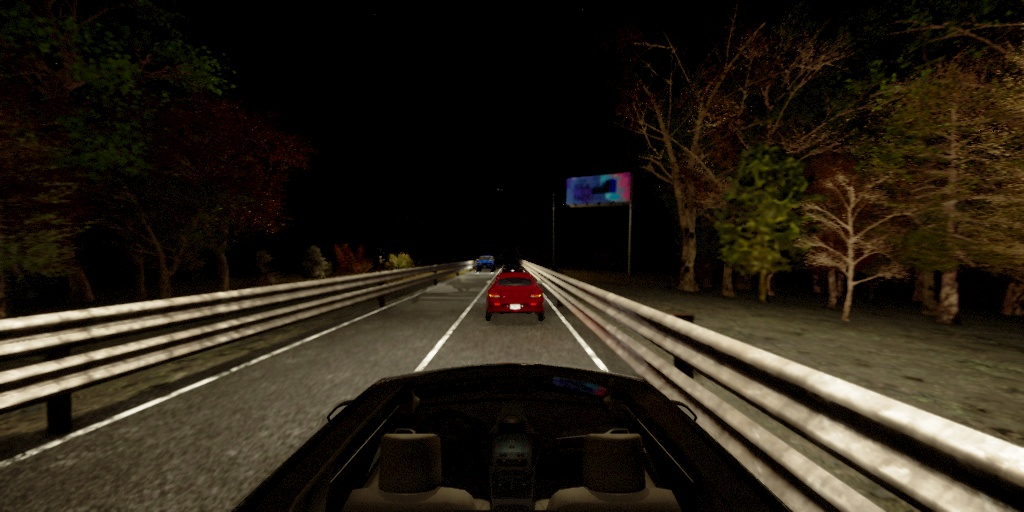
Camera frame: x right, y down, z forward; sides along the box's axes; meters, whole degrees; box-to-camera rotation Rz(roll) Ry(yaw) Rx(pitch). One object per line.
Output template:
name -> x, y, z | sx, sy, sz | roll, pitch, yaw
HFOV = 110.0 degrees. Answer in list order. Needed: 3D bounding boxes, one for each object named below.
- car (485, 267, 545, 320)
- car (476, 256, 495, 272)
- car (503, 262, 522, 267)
car -> 0.089, 1.273, 12.470 | 1.812, 1.442, 4.674 | 0, 0, 0
car -> -3.316, 0.965, 46.097 | 2.150, 2.045, 5.566 | 0, 0, 0
car -> 0.063, 1.305, 34.732 | 1.994, 1.385, 4.181 | 0, 0, 0
